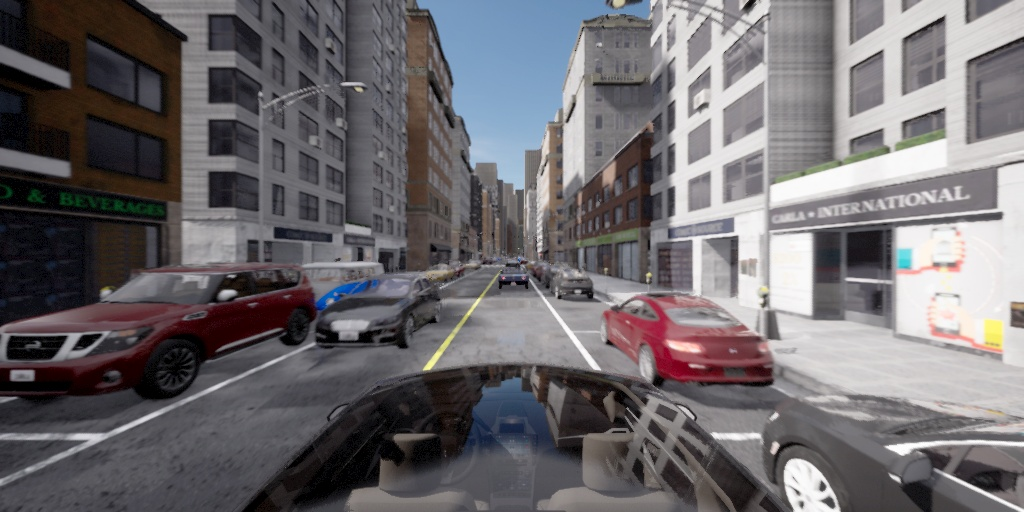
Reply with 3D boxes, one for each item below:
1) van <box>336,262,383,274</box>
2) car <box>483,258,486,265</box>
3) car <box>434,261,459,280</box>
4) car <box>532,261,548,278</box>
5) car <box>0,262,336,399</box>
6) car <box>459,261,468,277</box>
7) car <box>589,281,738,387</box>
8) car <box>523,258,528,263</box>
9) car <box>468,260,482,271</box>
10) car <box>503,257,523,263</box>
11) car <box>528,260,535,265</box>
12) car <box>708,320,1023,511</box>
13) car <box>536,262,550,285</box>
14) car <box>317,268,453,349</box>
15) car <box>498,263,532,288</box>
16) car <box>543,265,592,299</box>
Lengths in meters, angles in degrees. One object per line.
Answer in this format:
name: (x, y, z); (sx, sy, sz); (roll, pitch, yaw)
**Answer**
van: (-5.666, 1.092, 12.190); (1.690, 1.789, 3.998); (0, 0, 0)
car: (-5.674, 1.301, 56.397); (2.007, 1.370, 4.403); (0, 0, 0)
car: (-5.671, 1.274, 28.599); (1.751, 1.417, 4.829); (0, 0, 0)
car: (2.854, 1.331, 28.769); (1.802, 1.307, 4.207); (0, 0, 0)
car: (-5.669, 1.065, 6.665); (2.192, 1.841, 5.009); (0, 0, 0)
car: (-5.672, 1.188, 34.295); (1.967, 1.591, 4.097); (0, 0, 0)
car: (2.857, 1.333, 6.665); (1.802, 1.307, 4.207); (0, 0, 0)
car: (2.852, 1.275, 51.042); (1.751, 1.417, 4.829); (0, 0, 0)
car: (-5.673, 1.275, 50.702); (1.751, 1.417, 4.829); (0, 0, 0)
car: (0.096, 1.226, 45.743); (1.882, 1.535, 5.008); (0, 0, 0)
car: (2.854, 1.188, 34.295); (1.967, 1.591, 4.097); (0, 0, 0)
car: (2.858, 1.300, 1.139); (2.007, 1.370, 4.403); (0, 0, 0)
car: (2.855, 1.300, 23.243); (2.007, 1.370, 4.403); (0, 0, 0)
car: (-3.086, 1.242, 9.241); (2.128, 1.511, 4.902); (0, 0, 0)
car: (0.096, 1.351, 23.524); (1.895, 1.301, 4.718); (0, 0, 0)
car: (2.855, 1.301, 17.718); (2.007, 1.370, 4.403); (0, 0, 0)
